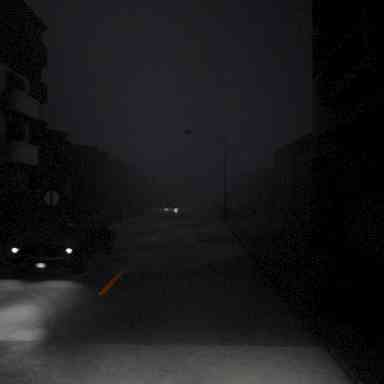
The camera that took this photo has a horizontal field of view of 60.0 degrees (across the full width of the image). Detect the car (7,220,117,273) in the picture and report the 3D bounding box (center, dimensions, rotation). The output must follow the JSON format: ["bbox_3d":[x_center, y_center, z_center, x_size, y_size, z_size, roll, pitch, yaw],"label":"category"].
[{"bbox_3d":[-3.926,1.630,10.924,1.895,1.301,4.718,0,0,1],"label":"car"}]

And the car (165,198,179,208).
[{"bbox_3d":[-3.086,1.693,52.200,1.882,1.535,5.008,0,0,2],"label":"car"}]
